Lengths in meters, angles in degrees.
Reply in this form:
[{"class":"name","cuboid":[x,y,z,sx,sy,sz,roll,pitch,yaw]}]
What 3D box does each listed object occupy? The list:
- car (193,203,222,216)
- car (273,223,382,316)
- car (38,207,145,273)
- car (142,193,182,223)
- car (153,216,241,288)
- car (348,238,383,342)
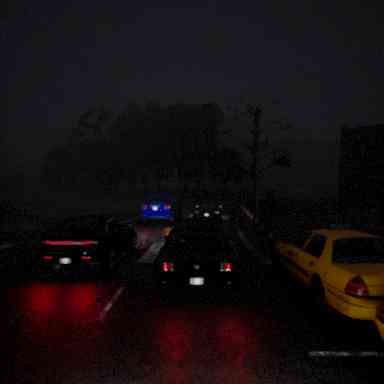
[{"class":"car","cuboid":[1.215,1.463,24.476,1.994,1.385,4.181,0,1,7]},{"class":"car","cuboid":[3.214,1.462,7.532,1.946,1.575,5.366,0,0,0]},{"class":"car","cuboid":[-3.054,1.471,10.614,2.128,1.511,4.902,0,0,2]},{"class":"car","cuboid":[-2.092,1.109,24.245,2.150,2.045,5.566,0,1,7]},{"class":"car","cuboid":[0.147,1.585,9.185,1.895,1.301,4.718,0,0,1]},{"class":"car","cuboid":[3.223,1.470,2.009,1.946,1.575,5.366,0,0,0]}]
